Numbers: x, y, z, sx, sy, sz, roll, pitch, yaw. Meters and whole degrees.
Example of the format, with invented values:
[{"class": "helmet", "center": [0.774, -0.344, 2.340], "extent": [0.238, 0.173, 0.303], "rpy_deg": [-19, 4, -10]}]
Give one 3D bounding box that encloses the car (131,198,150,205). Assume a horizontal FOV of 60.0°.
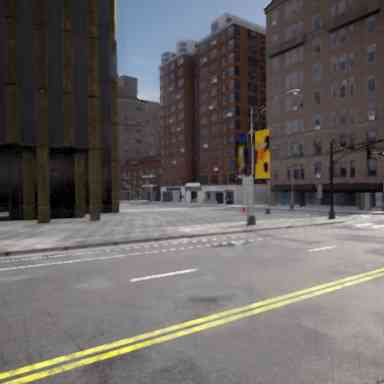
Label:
[{"class": "car", "center": [-9.922, 1.839, 64.156], "extent": [1.895, 1.301, 4.718], "rpy_deg": [-1, 0, -35]}]
